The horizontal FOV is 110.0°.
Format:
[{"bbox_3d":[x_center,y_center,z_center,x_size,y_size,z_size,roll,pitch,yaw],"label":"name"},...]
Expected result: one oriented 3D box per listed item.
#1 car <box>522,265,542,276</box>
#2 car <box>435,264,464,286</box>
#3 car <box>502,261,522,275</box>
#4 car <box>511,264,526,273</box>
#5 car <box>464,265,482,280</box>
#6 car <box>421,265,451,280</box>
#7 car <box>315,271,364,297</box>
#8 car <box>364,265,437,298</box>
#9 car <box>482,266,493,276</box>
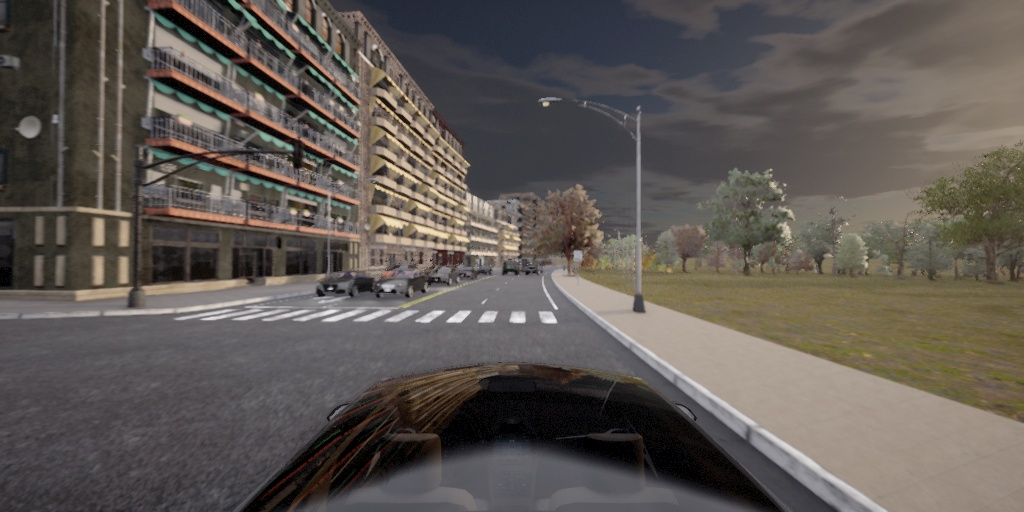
[{"bbox_3d":[2.894,1.969,50.717,1.837,1.490,4.892,0,-1,7],"label":"car"},{"bbox_3d":[-5.618,1.628,29.752,1.837,1.490,4.892,0,-1,4],"label":"car"},{"bbox_3d":[-0.107,1.695,51.832,2.150,2.045,5.566,0,-1,6],"label":"car"},{"bbox_3d":[1.196,2.205,62.494,2.033,1.411,5.357,0,-1,9],"label":"car"},{"bbox_3d":[-4.903,1.824,38.926,1.994,1.385,4.181,0,-1,5],"label":"car"},{"bbox_3d":[-8.152,1.759,39.093,1.837,1.490,4.892,0,-1,5],"label":"car"},{"bbox_3d":[-9.376,1.546,20.674,1.994,1.385,4.181,0,-1,3],"label":"car"},{"bbox_3d":[-6.135,1.478,20.424,2.128,1.511,4.902,0,-1,2],"label":"car"},{"bbox_3d":[-3.877,2.019,49.010,1.895,1.301,4.718,0,-1,7],"label":"car"}]
